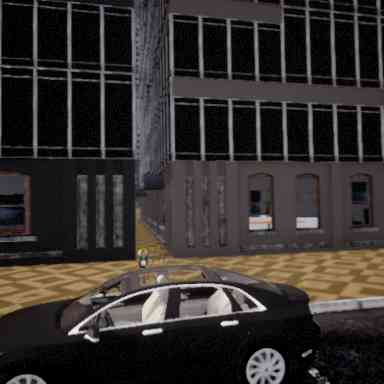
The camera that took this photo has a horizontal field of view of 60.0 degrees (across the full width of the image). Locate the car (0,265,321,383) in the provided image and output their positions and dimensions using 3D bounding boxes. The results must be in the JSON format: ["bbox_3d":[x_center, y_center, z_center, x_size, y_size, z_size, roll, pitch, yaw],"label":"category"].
[{"bbox_3d":[-0.535,1.726,4.392,4.403,1.369,2.008,-1,-2,-11],"label":"car"}]
